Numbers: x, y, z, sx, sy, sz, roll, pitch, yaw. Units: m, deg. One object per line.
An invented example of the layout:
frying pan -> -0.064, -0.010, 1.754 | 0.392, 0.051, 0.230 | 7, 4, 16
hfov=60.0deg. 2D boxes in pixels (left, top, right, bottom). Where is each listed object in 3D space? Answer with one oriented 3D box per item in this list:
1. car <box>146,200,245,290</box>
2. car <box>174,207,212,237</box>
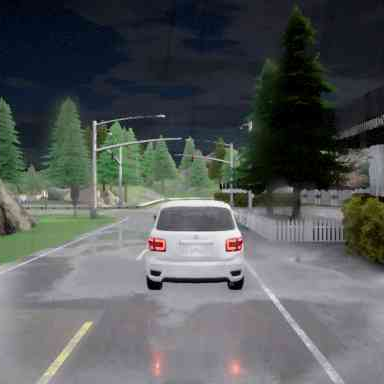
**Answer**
car -> 0.064, 1.221, 9.214 | 2.150, 2.045, 5.566 | 0, 0, 0
car -> 0.018, 1.601, 18.977 | 1.895, 1.301, 4.718 | 0, 0, 0
